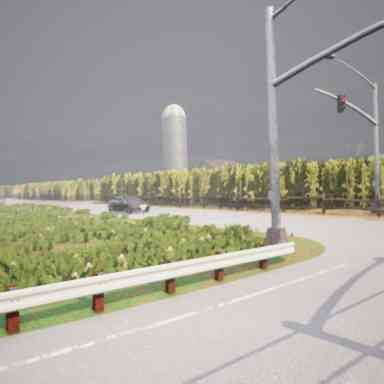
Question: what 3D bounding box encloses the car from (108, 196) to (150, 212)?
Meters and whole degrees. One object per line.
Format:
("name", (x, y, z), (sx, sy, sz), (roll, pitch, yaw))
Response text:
("car", (-5.463, 1.072, 28.396), (2.128, 1.511, 4.902), (-4, 2, -40))
